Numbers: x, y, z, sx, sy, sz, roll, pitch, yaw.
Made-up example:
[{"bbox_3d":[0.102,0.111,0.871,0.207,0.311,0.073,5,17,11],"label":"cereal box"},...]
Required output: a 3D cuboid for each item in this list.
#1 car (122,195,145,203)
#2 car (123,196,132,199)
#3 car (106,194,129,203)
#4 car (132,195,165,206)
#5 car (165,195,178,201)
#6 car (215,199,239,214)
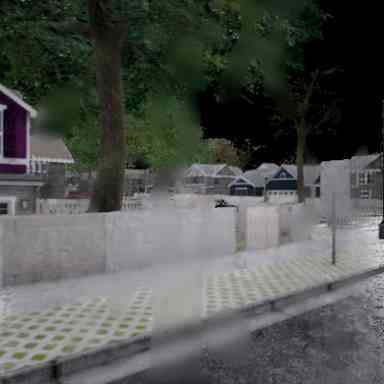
[{"bbox_3d":[-10.736,1.275,60.836,1.895,1.301,4.718,1,0,-39],"label":"car"},{"bbox_3d":[-10.914,1.252,50.738,1.812,1.442,4.674,1,0,-39],"label":"car"},{"bbox_3d":[-13.232,1.154,58.755,1.837,1.490,4.892,1,0,-39],"label":"car"},{"bbox_3d":[-6.635,1.266,50.755,1.882,1.535,5.008,1,0,-39],"label":"car"},{"bbox_3d":[-4.194,1.316,52.911,1.837,1.490,4.892,1,0,-39],"label":"car"},{"bbox_3d":[3.541,1.435,32.944,1.882,1.535,5.008,1,0,-39],"label":"car"}]
